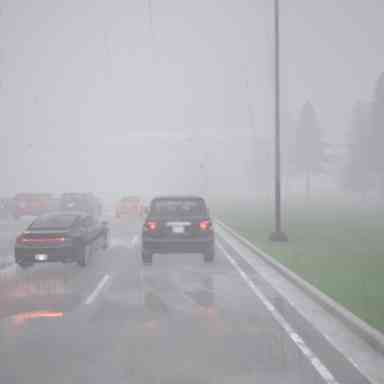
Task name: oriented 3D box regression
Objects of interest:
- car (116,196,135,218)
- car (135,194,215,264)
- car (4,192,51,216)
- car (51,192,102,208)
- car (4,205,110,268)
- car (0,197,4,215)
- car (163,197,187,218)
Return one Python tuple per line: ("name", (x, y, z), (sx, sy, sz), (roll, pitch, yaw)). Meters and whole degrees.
("car", (-4.943, 1.081, 27.481), (2.097, 1.767, 4.553), (-1, 1, -3))
("car", (-0.499, 1.090, 11.557), (2.150, 2.045, 5.566), (-1, 0, -3))
("car", (-11.853, 1.030, 25.709), (2.150, 2.045, 5.566), (-1, 1, -3))
("car", (-8.306, 1.006, 25.061), (2.150, 2.045, 5.566), (-1, 1, -3))
("car", (-4.008, 1.412, 10.996), (1.837, 1.490, 4.892), (0, 0, -3))
("car", (-15.474, 1.169, 27.689), (2.097, 1.767, 4.553), (-1, 1, -3))
("car", (-1.427, 1.227, 27.337), (1.812, 1.442, 4.674), (-1, 1, -3))
